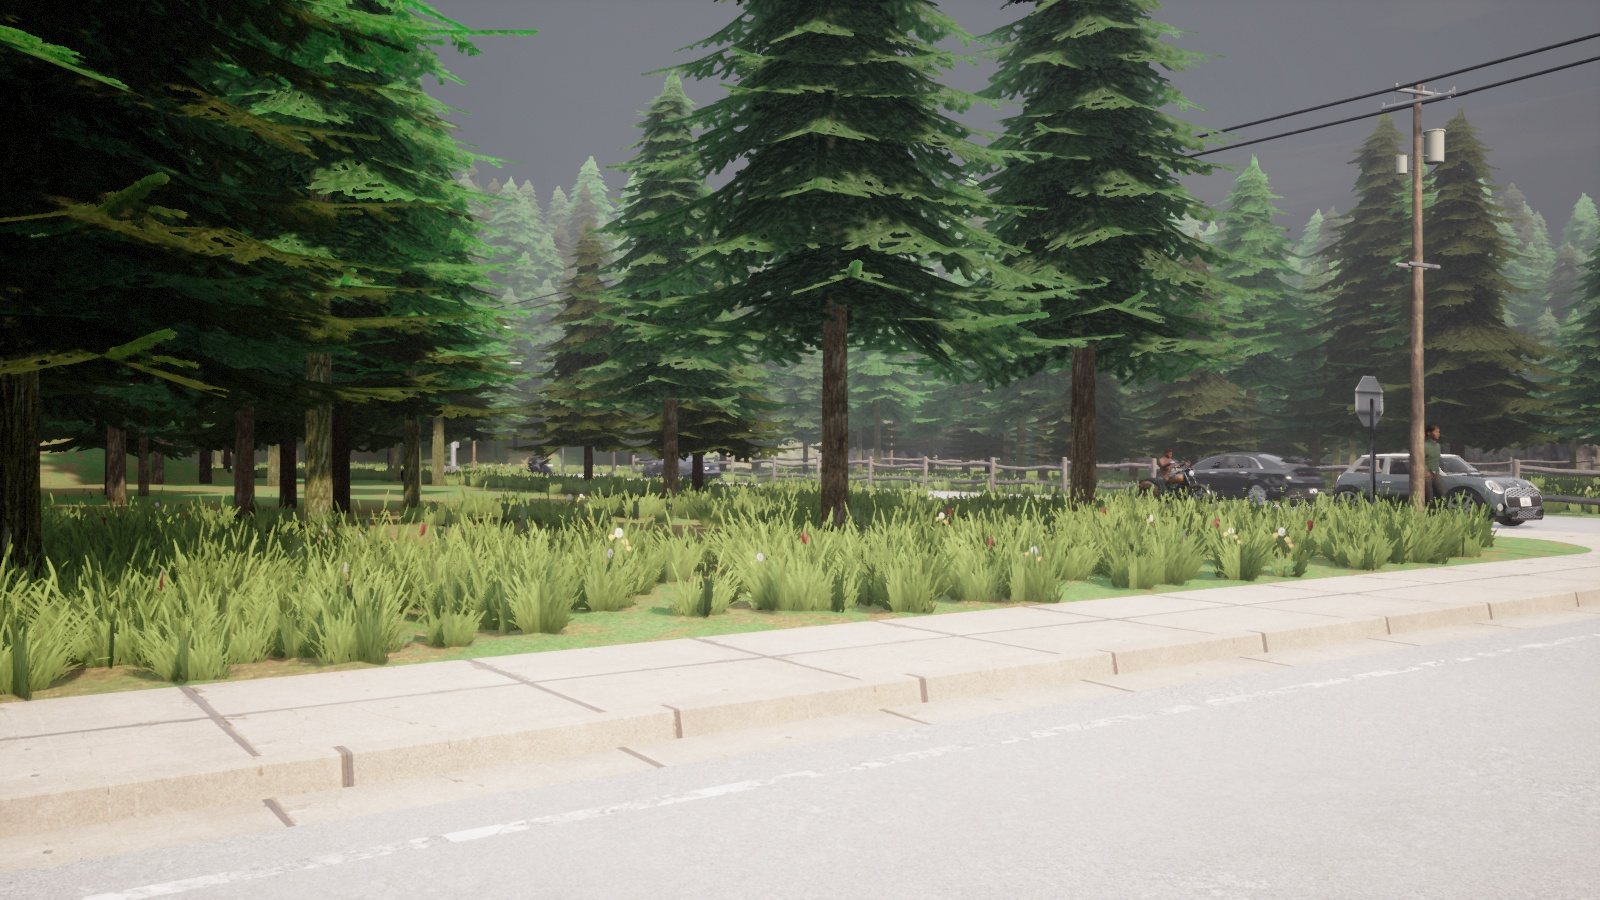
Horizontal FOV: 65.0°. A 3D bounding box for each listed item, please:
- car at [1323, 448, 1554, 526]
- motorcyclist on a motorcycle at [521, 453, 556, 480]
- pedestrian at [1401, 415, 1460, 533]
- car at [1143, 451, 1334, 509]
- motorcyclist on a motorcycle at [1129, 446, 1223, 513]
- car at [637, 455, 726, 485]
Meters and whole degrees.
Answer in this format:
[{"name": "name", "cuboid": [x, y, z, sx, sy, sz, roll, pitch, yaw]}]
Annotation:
[{"name": "car", "cuboid": [13.154, 0.711, 26.059, 1.970, 1.475, 3.806, 0, 0, -32]}, {"name": "motorcyclist on a motorcycle", "cuboid": [-15.132, 0.964, 72.637, 2.191, 1.530, 0.866, 0, 0, 41]}, {"name": "pedestrian", "cuboid": [10.619, 0.399, 21.153, 0.423, 1.949, 0.788, 0, 0, -25]}, {"name": "car", "cuboid": [11.945, 0.774, 34.560, 1.837, 1.490, 4.892, 0, 0, -32]}, {"name": "motorcyclist on a motorcycle", "cuboid": [9.510, 0.718, 31.862, 0.766, 1.649, 2.350, 0, 0, -32]}, {"name": "car", "cuboid": [-5.845, 0.928, 61.327, 2.033, 1.411, 5.357, 0, 0, -34]}]
